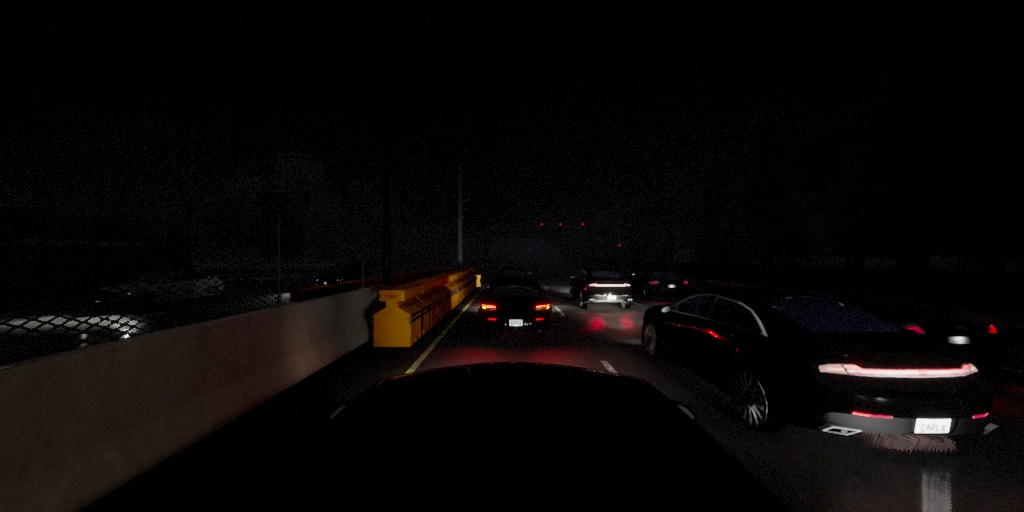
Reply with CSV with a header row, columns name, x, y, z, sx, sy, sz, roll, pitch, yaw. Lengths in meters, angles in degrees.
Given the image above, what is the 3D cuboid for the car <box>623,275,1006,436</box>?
name,x,y,z,sx,sy,sz,roll,pitch,yaw
car,3.596,1.242,5.502,2.128,1.511,4.902,0,0,0

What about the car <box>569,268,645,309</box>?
name,x,y,z,sx,sy,sz,roll,pitch,yaw
car,3.560,1.242,14.972,2.128,1.511,4.902,0,0,2

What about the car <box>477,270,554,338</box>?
name,x,y,z,sx,sy,sz,roll,pitch,yaw
car,0.078,1.276,10.037,1.812,1.442,4.674,0,0,0

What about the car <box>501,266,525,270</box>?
name,x,y,z,sx,sy,sz,roll,pitch,yaw
car,0.061,1.276,19.102,1.812,1.442,4.674,0,0,0

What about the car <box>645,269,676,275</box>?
name,x,y,z,sx,sy,sz,roll,pitch,yaw
car,7.065,1.314,17.880,1.994,1.385,4.181,0,0,0

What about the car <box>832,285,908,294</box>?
name,x,y,z,sx,sy,sz,roll,pitch,yaw
car,7.087,1.312,7.692,1.994,1.385,4.181,0,0,0

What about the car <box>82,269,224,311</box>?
name,x,y,z,sx,sy,sz,roll,pitch,yaw
car,-14.096,1.275,14.529,1.812,1.442,4.674,0,0,0

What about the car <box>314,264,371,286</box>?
name,x,y,z,sx,sy,sz,roll,pitch,yaw
car,-10.547,1.305,22.650,1.837,1.490,4.892,0,0,0
